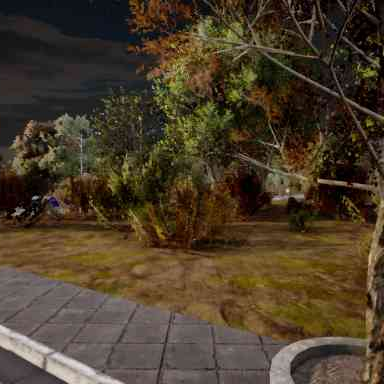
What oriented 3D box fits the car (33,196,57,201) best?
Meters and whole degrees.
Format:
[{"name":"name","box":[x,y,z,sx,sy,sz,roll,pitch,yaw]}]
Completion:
[{"name":"car","box":[-17.642,1.244,41.315,1.882,1.535,5.008,0,0,32]}]

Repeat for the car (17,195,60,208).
[{"name":"car","box":[-20.160,1.219,43.888,1.882,1.535,5.008,0,0,32]}]
